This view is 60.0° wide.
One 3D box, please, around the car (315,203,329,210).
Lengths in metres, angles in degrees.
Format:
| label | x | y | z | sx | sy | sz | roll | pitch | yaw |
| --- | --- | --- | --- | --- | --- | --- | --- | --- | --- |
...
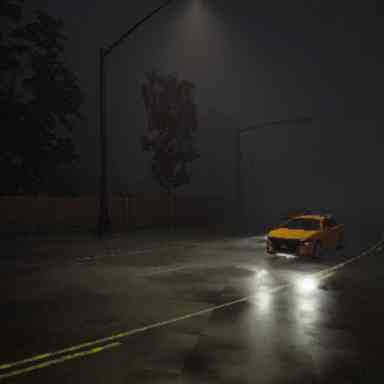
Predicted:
| label | x | y | z | sx | sy | sz | roll | pitch | yaw |
| --- | --- | --- | --- | --- | --- | --- | --- | --- | --- |
| car | 20.558 | 2.544 | 53.047 | 1.882 | 1.535 | 5.008 | -1 | -1 | 15 |

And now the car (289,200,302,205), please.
| label | x | y | z | sx | sy | sz | roll | pitch | yaw |
| --- | --- | --- | --- | --- | --- | --- | --- | --- | --- |
| car | 19.838 | 2.525 | 63.851 | 2.150 | 2.045 | 5.566 | -1 | -1 | 15 |

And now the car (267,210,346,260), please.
| label | x | y | z | sx | sy | sz | roll | pitch | yaw |
| --- | --- | --- | --- | --- | --- | --- | --- | --- | --- |
| car | 4.860 | 1.726 | 13.798 | 1.882 | 1.535 | 5.008 | 0 | -1 | 39 |

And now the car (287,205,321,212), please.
| label | x | y | z | sx | sy | sz | roll | pitch | yaw |
| --- | --- | --- | --- | --- | --- | --- | --- | --- | --- |
| car | 7.624 | 1.963 | 23.966 | 2.128 | 1.511 | 4.902 | -1 | -1 | 28 |
